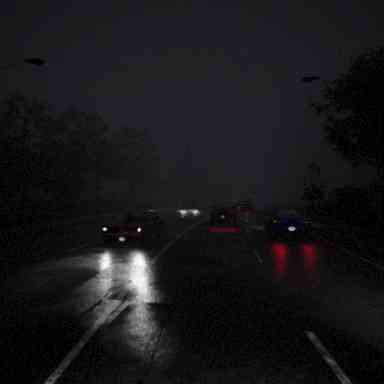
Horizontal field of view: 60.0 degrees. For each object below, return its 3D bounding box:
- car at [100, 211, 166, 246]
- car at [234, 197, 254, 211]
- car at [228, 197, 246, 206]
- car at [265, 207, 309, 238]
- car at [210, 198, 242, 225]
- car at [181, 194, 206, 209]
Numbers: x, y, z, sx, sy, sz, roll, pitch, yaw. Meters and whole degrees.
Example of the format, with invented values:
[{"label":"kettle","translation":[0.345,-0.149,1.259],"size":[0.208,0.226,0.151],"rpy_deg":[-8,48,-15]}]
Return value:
[{"label":"car","translation":[-2.585,1.597,15.584],"size":[1.895,1.301,4.718],"rpy_deg":[0,0,7]},{"label":"car","translation":[6.701,1.520,41.865],"size":[2.128,1.511,4.902],"rpy_deg":[0,0,17]},{"label":"car","translation":[7.555,1.553,55.243],"size":[1.812,1.442,4.674],"rpy_deg":[0,0,23]},{"label":"car","translation":[4.959,1.543,17.800],"size":[1.812,1.442,4.674],"rpy_deg":[0,0,8]},{"label":"car","translation":[2.458,1.489,24.363],"size":[1.882,1.535,5.008],"rpy_deg":[0,0,10]},{"label":"car","translation":[0.263,1.225,45.422],"size":[2.150,2.045,5.566],"rpy_deg":[0,0,18]}]
